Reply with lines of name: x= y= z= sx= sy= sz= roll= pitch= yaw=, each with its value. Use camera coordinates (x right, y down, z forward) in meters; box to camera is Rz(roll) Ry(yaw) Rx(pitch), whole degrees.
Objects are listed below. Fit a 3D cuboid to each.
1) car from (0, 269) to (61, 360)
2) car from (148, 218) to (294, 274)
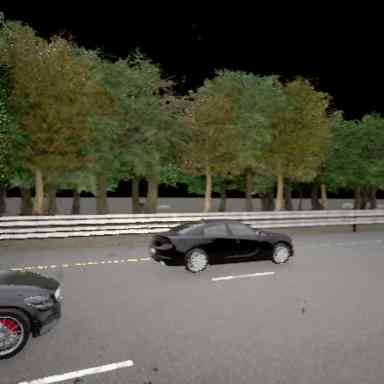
car: x=-4.348 y=1.565 z=4.677 sx=4.674 sy=1.442 sz=1.812 roll=1 pitch=-1 yaw=-25
car: x=1.067 y=1.620 z=11.021 sx=5.008 sy=1.535 sz=1.882 roll=1 pitch=-1 yaw=-25
